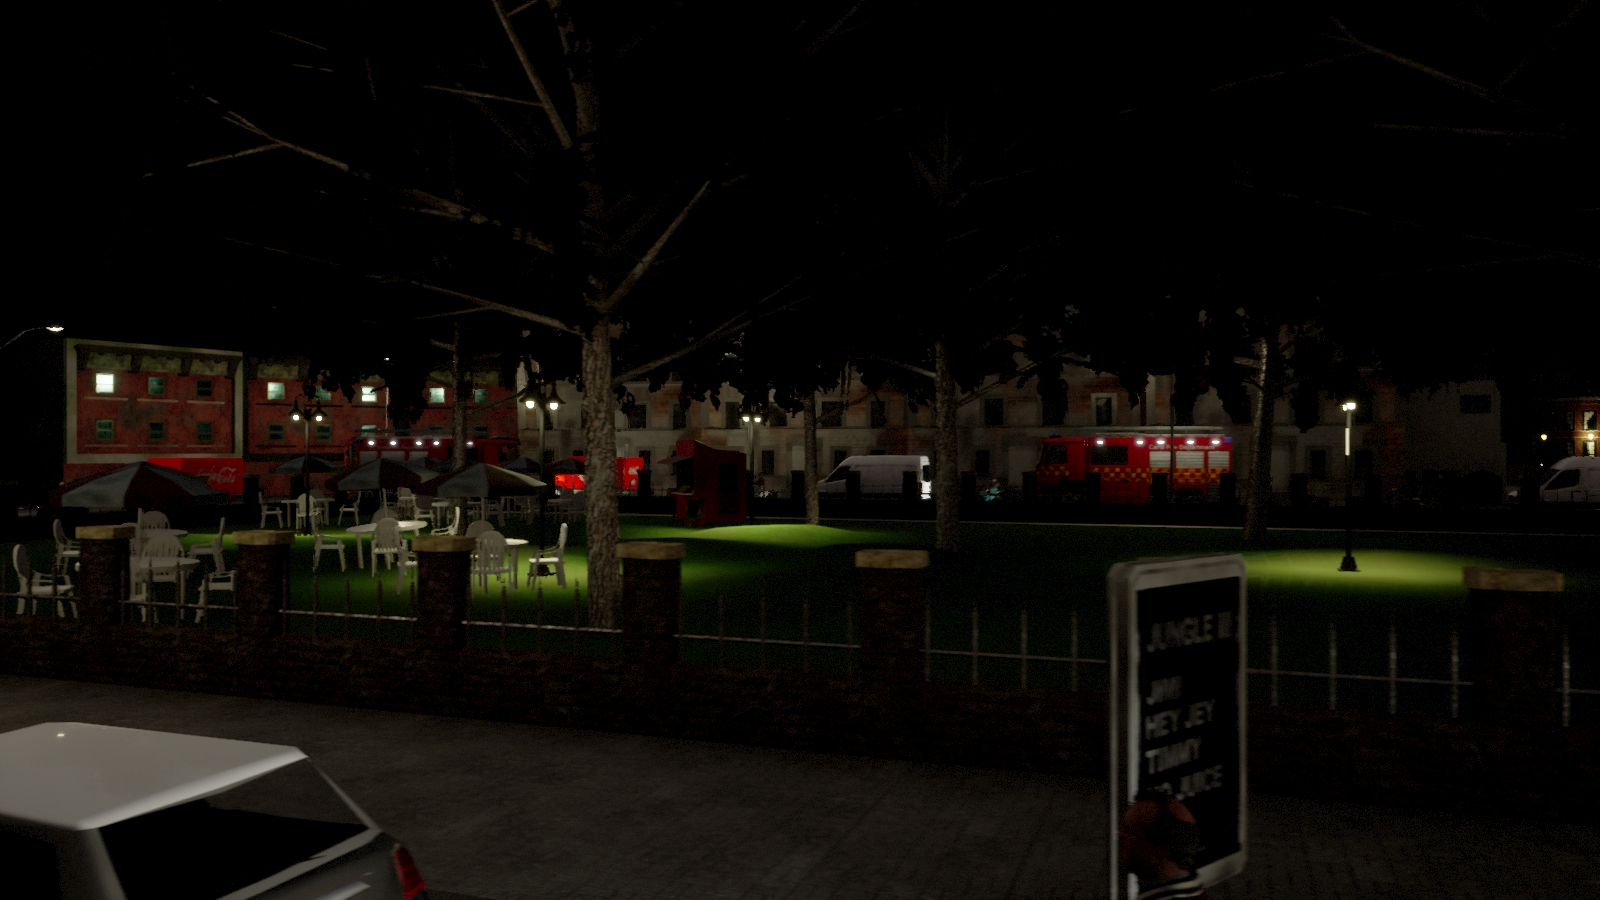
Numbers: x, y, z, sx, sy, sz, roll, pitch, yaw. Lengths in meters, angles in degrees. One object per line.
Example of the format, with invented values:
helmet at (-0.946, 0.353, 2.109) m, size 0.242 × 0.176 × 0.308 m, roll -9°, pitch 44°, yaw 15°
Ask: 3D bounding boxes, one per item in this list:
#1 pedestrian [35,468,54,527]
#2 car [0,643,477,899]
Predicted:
pedestrian at (-24.308, 1.526, 36.765) m, size 0.375 × 1.860 × 0.375 m, roll 0°, pitch 0°, yaw 20°
car at (-3.662, 1.845, 5.163) m, size 3.806 × 1.475 × 1.970 m, roll 0°, pitch 0°, yaw 20°
